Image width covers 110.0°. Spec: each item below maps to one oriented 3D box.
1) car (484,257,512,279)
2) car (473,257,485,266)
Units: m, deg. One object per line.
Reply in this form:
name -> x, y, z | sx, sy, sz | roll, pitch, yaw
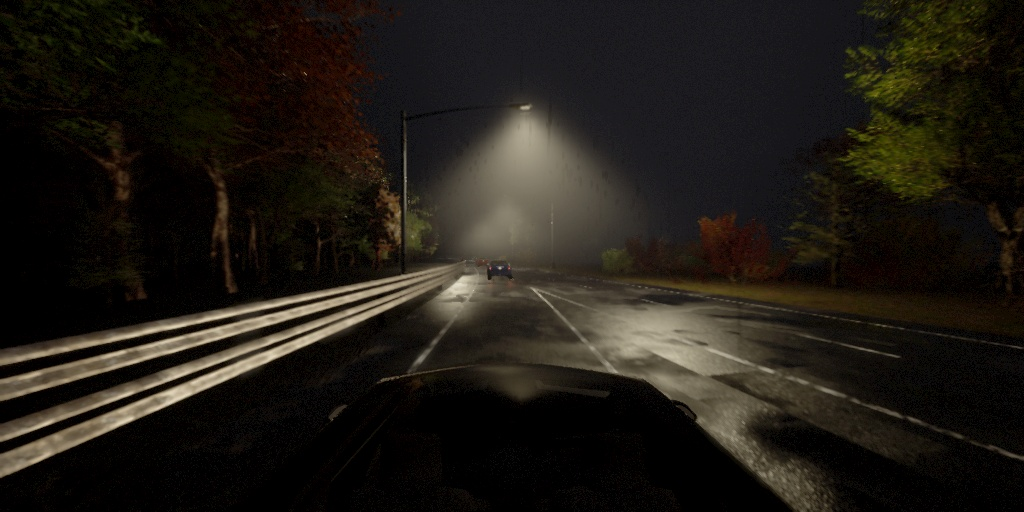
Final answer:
car -> -1.188, 1.070, 32.303 | 2.097, 1.767, 4.553 | 0, 0, -5
car -> -5.345, 0.945, 64.466 | 2.097, 1.767, 4.553 | 0, 0, -10
